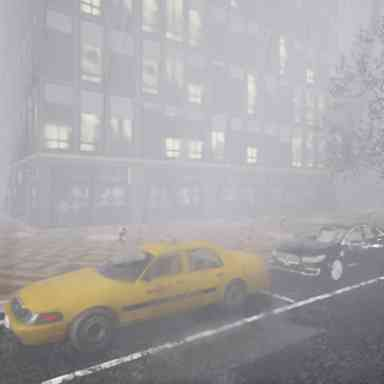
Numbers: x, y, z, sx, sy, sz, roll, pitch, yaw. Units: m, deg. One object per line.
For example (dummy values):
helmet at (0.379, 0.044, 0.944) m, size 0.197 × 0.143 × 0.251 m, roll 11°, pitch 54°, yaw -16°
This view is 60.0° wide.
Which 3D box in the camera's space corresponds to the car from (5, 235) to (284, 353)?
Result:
car at (-0.642, 1.519, 6.100) m, size 4.829 × 1.417 × 1.752 m, roll 0°, pitch 0°, yaw -36°

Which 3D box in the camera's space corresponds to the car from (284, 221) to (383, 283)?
car at (4.130, 1.531, 9.508) m, size 4.403 × 1.369 × 2.008 m, roll 0°, pitch 0°, yaw -36°
